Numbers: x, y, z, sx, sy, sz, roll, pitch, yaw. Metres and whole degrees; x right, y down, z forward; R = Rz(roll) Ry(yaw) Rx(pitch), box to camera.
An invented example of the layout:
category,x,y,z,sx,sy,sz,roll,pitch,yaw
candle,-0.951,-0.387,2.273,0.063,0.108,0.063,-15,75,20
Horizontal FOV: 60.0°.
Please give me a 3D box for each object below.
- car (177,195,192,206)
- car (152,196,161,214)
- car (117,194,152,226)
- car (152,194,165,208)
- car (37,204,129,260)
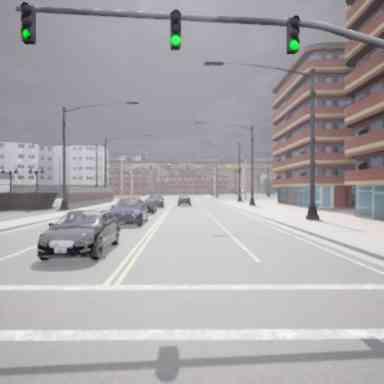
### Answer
category,x,y,z,sx,sy,sz,roll,pitch,yaw
car,-1.067,1.175,46.962,1.812,1.442,4.674,0,0,-1
car,-4.364,1.368,31.761,1.895,1.301,4.718,0,0,-1
car,-4.107,1.193,21.767,2.097,1.767,4.553,0,0,-1
car,-4.582,1.043,41.932,2.097,1.767,4.553,0,0,-1
car,-3.857,1.405,12.053,2.128,1.511,4.902,0,0,-1
